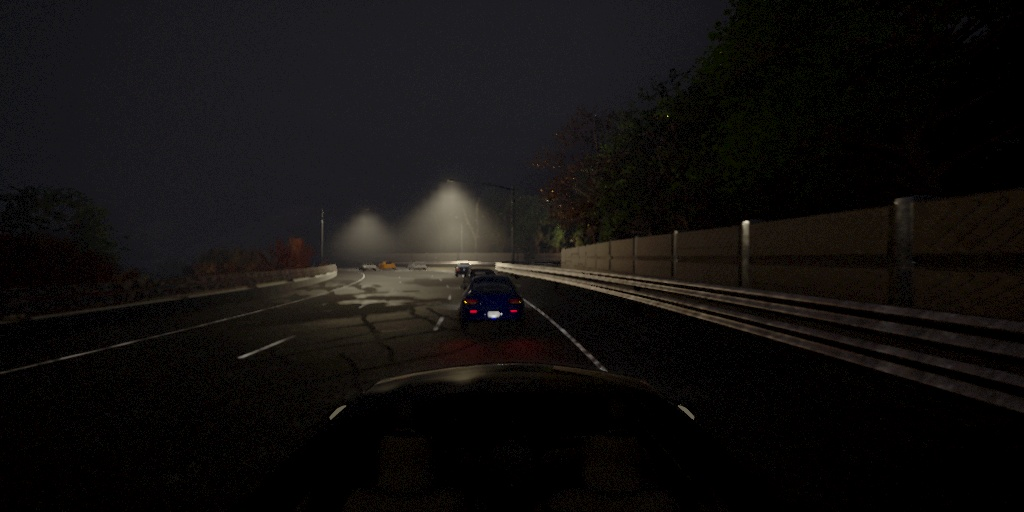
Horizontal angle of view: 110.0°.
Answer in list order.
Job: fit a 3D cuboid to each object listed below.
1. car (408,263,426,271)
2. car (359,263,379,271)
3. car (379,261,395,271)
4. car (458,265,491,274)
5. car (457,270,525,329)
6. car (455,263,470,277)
[{"bbox_3d":[-15.217,1.695,57.215,1.895,1.301,4.718,0,0,-30],"label":"car"},{"bbox_3d":[-22.774,1.700,56.213,1.895,1.301,4.718,0,0,-32],"label":"car"},{"bbox_3d":[-20.924,1.595,59.785,1.882,1.535,5.008,0,0,-32],"label":"car"},{"bbox_3d":[-1.820,1.410,20.506,2.033,1.411,5.357,0,0,-10],"label":"car"},{"bbox_3d":[-0.675,1.333,11.440,1.812,1.442,4.674,0,0,-5],"label":"car"},{"bbox_3d":[-5.381,1.529,40.204,2.033,1.411,5.357,0,0,-8],"label":"car"}]
